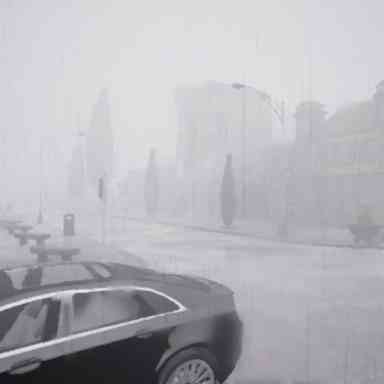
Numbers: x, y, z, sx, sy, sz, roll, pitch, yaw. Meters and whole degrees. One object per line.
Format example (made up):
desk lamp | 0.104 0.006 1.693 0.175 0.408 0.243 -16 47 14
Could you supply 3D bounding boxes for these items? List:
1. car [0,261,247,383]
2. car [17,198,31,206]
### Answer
car | -1.683 1.535 3.215 4.902 1.511 2.128 1 -1 -34
car | -40.025 2.614 79.923 1.895 1.301 4.718 1 -1 -34
